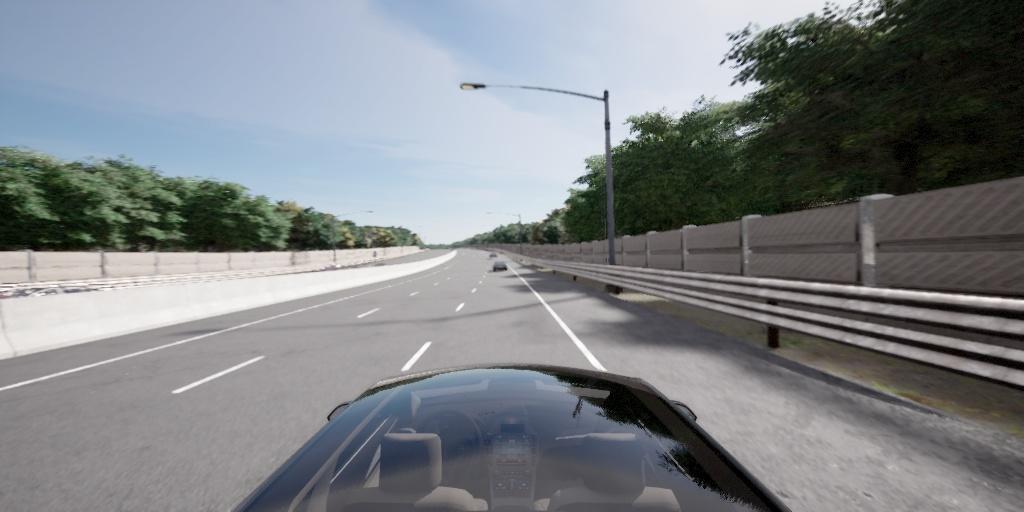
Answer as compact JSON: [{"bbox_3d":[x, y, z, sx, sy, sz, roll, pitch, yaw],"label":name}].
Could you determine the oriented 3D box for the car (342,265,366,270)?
[{"bbox_3d":[-22.998,1.996,53.568,1.895,1.301,4.718,-2,1,-3],"label":"car"}]

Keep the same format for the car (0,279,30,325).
[{"bbox_3d":[-21.467,1.897,12.918,2.097,1.767,4.553,-2,0,-1],"label":"car"}]

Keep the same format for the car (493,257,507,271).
[{"bbox_3d":[-1.656,1.293,49.033,1.994,1.385,4.181,-2,1,-3],"label":"car"}]

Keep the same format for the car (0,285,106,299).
[{"bbox_3d":[-17.974,1.912,13.464,2.128,1.511,4.902,-2,0,-1],"label":"car"}]

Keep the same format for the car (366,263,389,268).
[{"bbox_3d":[-19.497,1.786,53.135,1.837,1.490,4.892,-2,1,-3],"label":"car"}]

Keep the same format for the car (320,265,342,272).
[{"bbox_3d":[-26.459,2.095,52.713,1.994,1.385,4.181,-2,1,-3],"label":"car"}]
